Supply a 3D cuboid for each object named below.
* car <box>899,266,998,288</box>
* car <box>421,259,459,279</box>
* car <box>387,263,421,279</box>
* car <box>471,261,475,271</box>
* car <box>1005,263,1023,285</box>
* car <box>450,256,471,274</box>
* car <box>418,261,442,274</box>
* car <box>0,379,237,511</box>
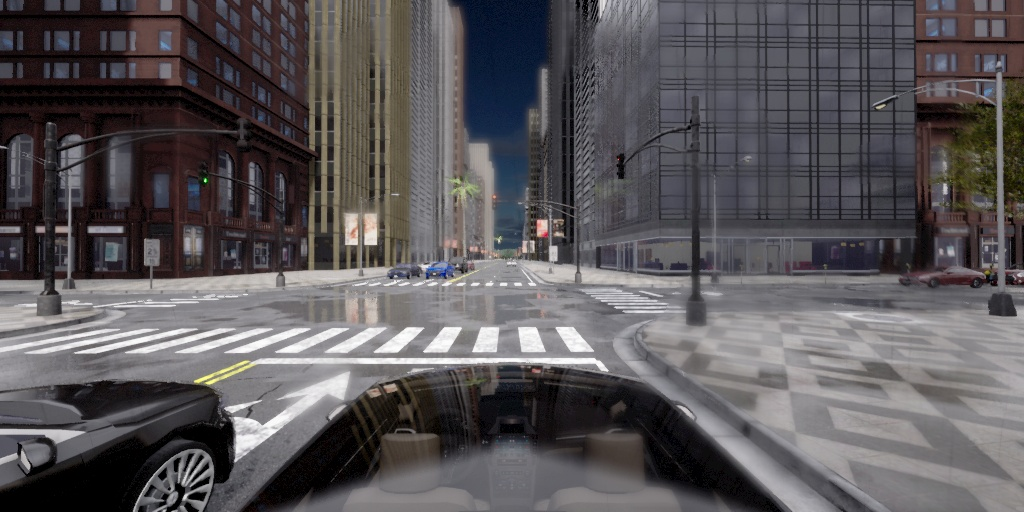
[{"bbox_3d":[26.430,1.274,22.027,4.207,1.307,1.802,0,0,-1],"label":"car"},{"bbox_3d":[-6.651,1.291,33.573,1.882,1.535,5.008,0,0,2],"label":"car"},{"bbox_3d":[-9.871,1.361,33.542,2.033,1.411,5.357,0,0,3],"label":"car"},{"bbox_3d":[-6.670,1.411,53.970,1.812,1.442,4.674,0,0,0],"label":"car"},{"bbox_3d":[32.068,1.116,22.125,4.097,1.591,1.967,0,0,-1],"label":"car"},{"bbox_3d":[-6.669,1.067,43.680,2.150,2.045,5.566,0,0,0],"label":"car"},{"bbox_3d":[-9.923,1.371,43.729,1.812,1.442,4.674,0,0,0],"label":"car"},{"bbox_3d":[-3.138,1.241,0.933,2.128,1.511,4.902,0,0,-1],"label":"car"}]
